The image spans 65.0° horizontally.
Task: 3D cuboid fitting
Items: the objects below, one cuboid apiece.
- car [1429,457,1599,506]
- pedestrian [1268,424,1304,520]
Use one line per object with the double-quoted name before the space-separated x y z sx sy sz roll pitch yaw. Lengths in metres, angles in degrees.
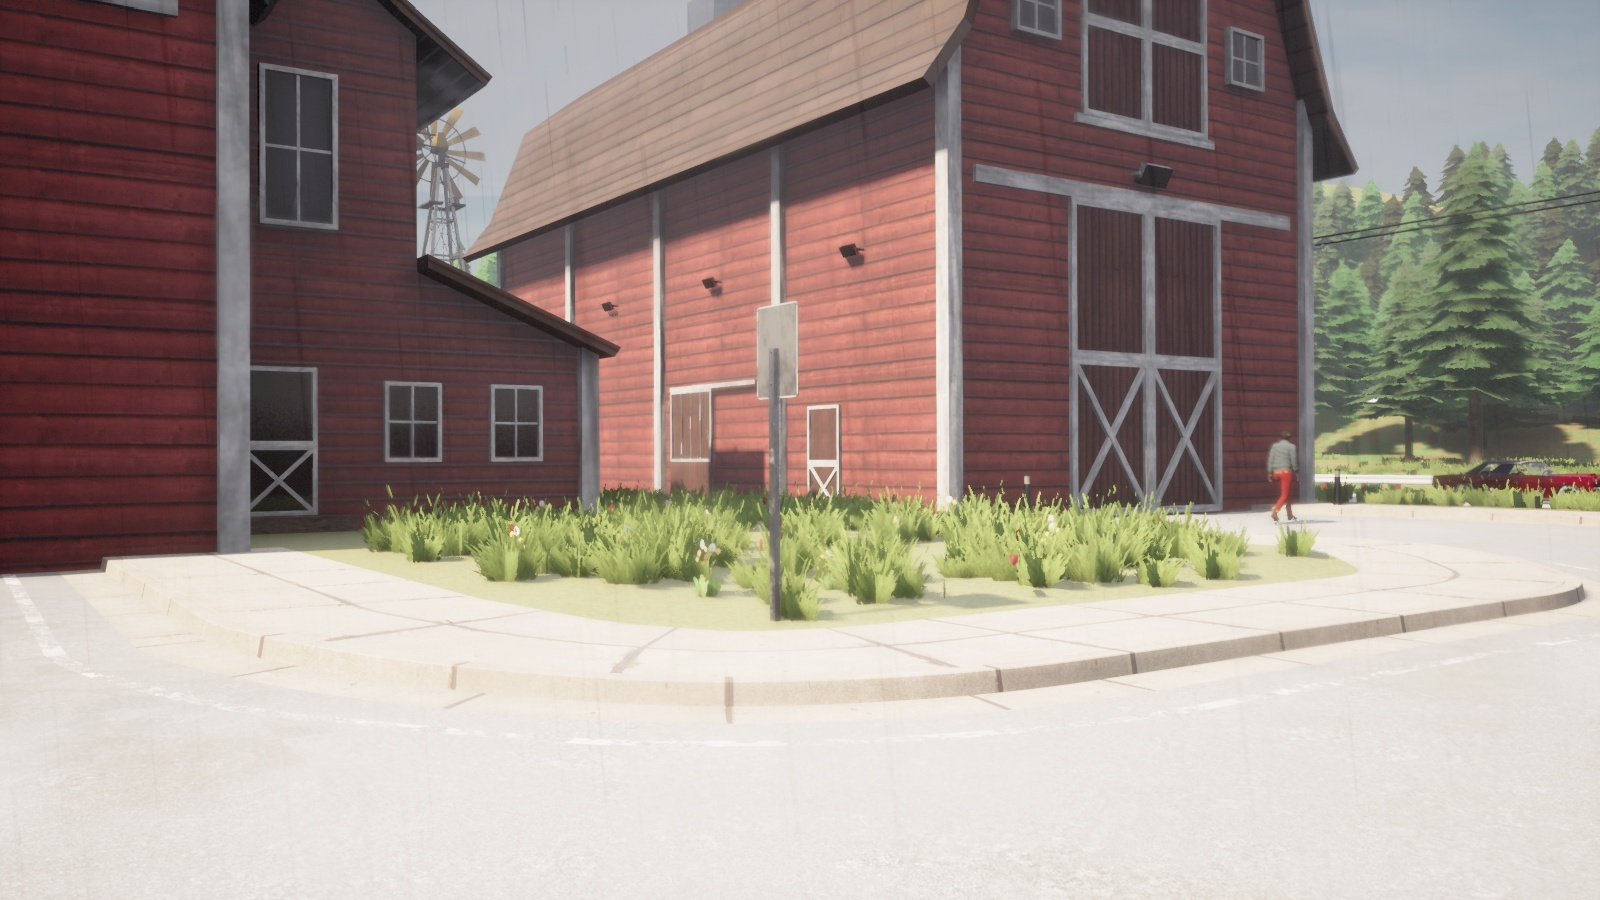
"car" 20.994 0.865 36.269 1.895 1.301 4.718 0 0 -34
"pedestrian" 9.525 0.427 24.597 0.614 1.847 0.353 0 0 -34
